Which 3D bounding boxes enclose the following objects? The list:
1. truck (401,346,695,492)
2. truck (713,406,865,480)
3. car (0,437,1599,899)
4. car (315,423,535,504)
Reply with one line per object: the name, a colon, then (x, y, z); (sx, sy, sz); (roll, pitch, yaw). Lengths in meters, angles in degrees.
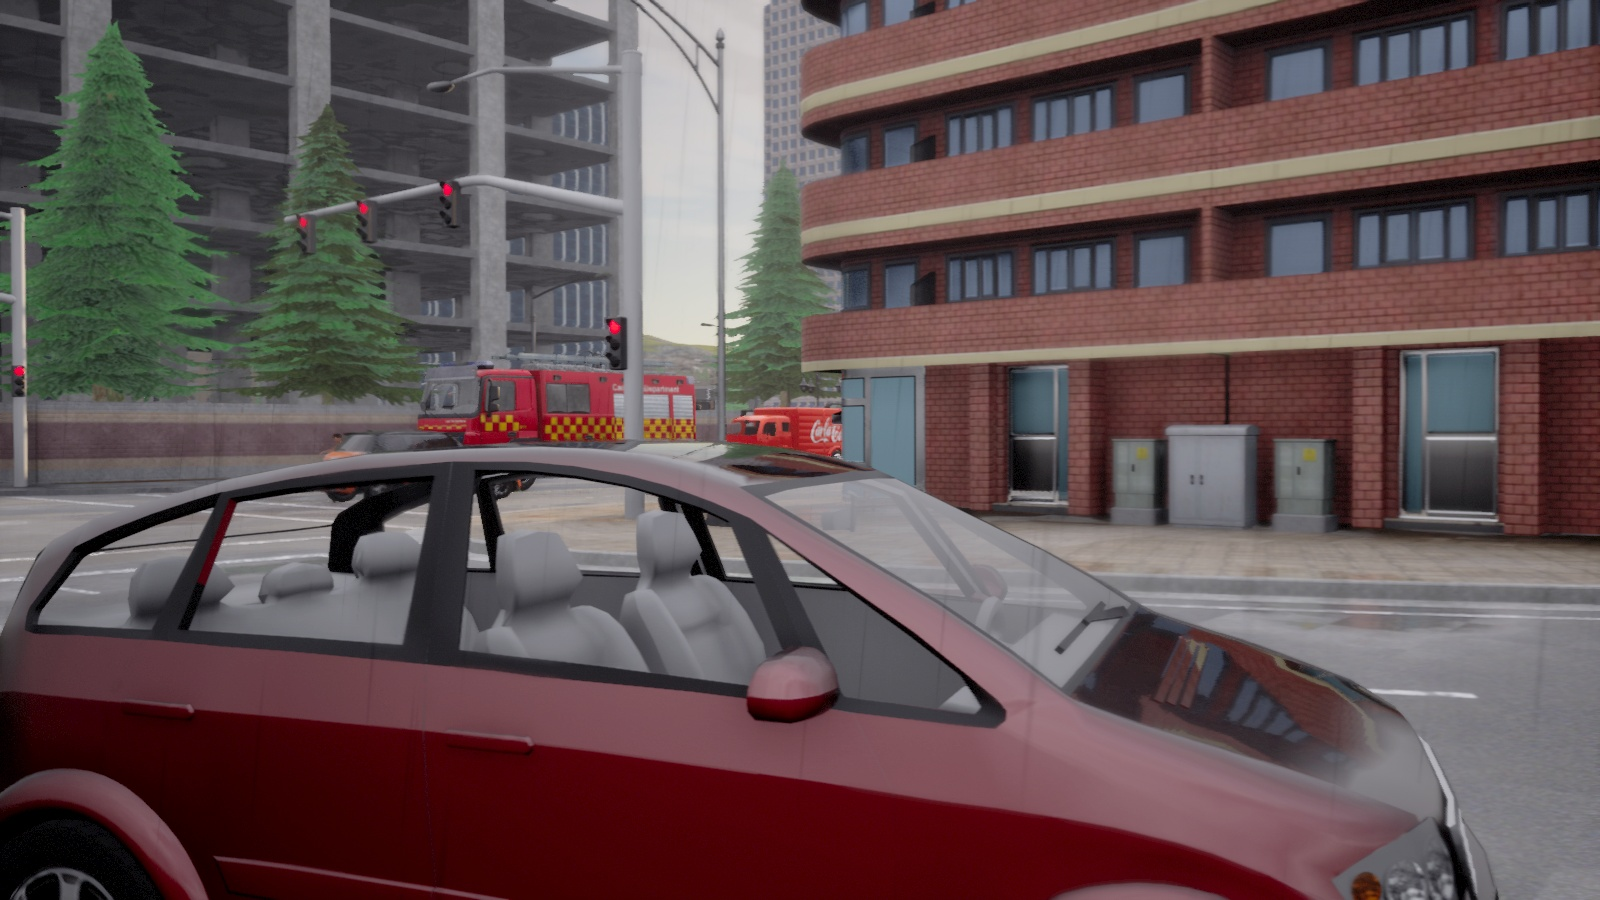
truck: (-7.157, -0.871, 36.983); (2.891, 3.827, 8.468); (1, 1, 41)
truck: (-0.343, -0.285, 44.850); (2.627, 2.467, 5.204); (1, 1, 41)
car: (-0.278, 0.755, 3.279); (3.705, 1.549, 1.789); (0, 1, 21)
car: (-8.815, 0.254, 29.770); (2.097, 1.767, 4.553); (1, 1, 43)
